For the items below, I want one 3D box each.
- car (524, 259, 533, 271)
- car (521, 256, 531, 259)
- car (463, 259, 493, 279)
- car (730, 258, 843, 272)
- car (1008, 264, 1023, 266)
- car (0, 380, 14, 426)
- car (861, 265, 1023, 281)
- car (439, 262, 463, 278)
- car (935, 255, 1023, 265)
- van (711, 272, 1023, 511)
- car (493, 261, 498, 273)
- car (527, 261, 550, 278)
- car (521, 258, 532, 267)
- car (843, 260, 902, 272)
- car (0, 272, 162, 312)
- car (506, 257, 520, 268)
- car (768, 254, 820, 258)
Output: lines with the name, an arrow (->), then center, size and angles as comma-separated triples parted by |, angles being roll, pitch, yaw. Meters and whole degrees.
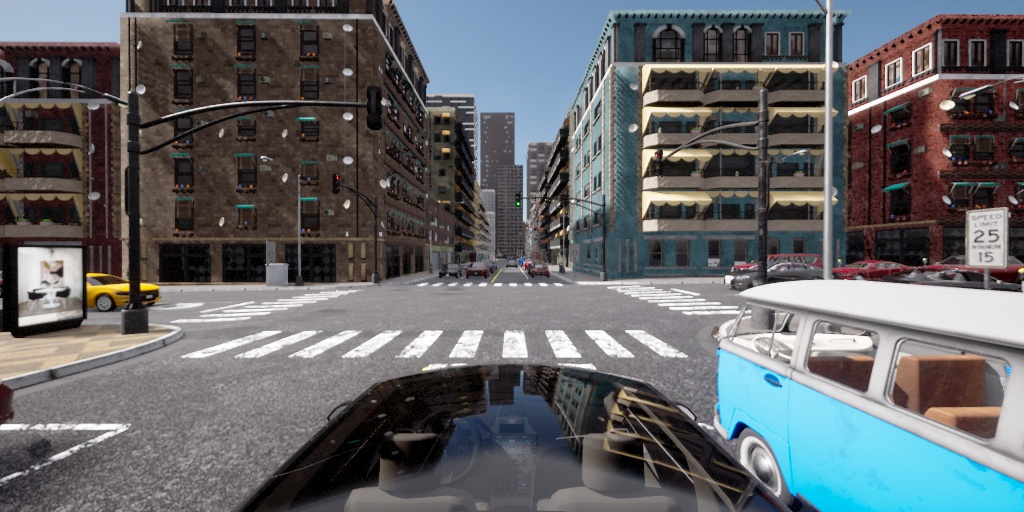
car -> 2.613, 1.364, 39.649 | 1.948, 1.339, 4.313 | 0, 0, 0
car -> 3.024, 1.298, 64.885 | 1.801, 1.575, 5.366 | 0, 0, 0
car -> -3.163, 1.267, 33.827 | 1.882, 1.535, 5.008 | 0, 0, 0
car -> 13.696, 1.027, 18.695 | 4.902, 1.511, 2.128 | -1, 0, -1
car -> 21.341, 1.046, 12.982 | 4.207, 1.307, 1.802 | 0, 0, -1
car -> -5.692, 1.332, 1.716 | 1.802, 1.307, 4.207 | 0, 0, 0
car -> 15.771, 1.110, 12.931 | 4.313, 1.339, 1.948 | 0, 0, -1
car -> -5.757, 1.355, 34.121 | 1.948, 1.339, 4.313 | 0, 0, 0
car -> 23.948, 0.739, 18.796 | 4.553, 1.767, 2.097 | -1, 0, 0
van -> 2.689, 1.091, 1.731 | 1.690, 1.789, 3.998 | 0, 0, 0
car -> -3.179, 1.155, 43.008 | 2.097, 1.767, 4.553 | 0, 0, 0
car -> 2.624, 1.371, 34.125 | 1.802, 1.307, 4.207 | 0, 0, 0
car -> 2.591, 1.361, 50.695 | 1.888, 1.381, 4.507 | 0, 0, 0
car -> 21.304, 0.953, 21.363 | 4.507, 1.381, 1.888 | 0, 0, -1
car -> -17.904, 1.493, 15.206 | 5.008, 1.535, 1.882 | -1, 0, -1
car -> -0.025, 1.403, 64.194 | 1.994, 1.385, 4.181 | 0, 0, 0
car -> 15.733, 0.803, 21.312 | 5.009, 1.841, 2.192 | 0, 0, -1
